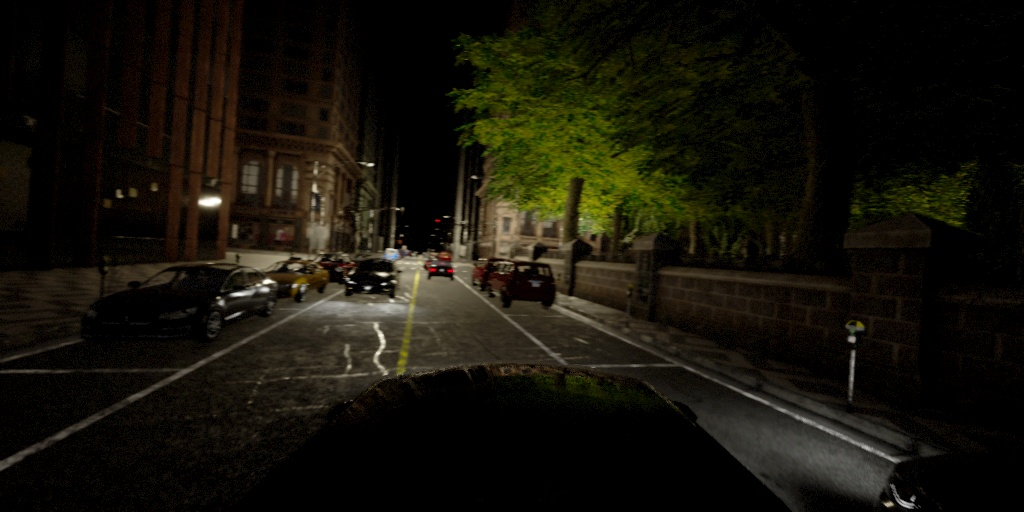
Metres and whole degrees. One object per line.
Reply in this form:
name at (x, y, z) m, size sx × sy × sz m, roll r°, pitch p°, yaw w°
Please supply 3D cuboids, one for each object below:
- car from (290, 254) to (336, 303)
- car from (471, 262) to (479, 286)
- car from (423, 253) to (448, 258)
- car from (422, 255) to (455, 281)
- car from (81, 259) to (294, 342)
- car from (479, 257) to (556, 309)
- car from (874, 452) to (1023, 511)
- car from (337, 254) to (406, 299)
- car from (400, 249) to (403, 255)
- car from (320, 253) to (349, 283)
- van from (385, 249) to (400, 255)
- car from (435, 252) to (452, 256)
car at (-7.992, 0.730, 12.970) m, size 1.751 × 1.417 × 4.829 m, roll 0°, pitch 0°, yaw -14°
car at (-1.137, 0.992, 20.587) m, size 2.192 × 1.841 × 5.009 m, roll 0°, pitch 0°, yaw -14°
car at (-7.788, 0.776, 35.917) m, size 1.994 × 1.385 × 4.181 m, roll 4°, pitch 0°, yaw -14°
car at (-5.192, 0.942, 25.898) m, size 2.033 × 1.411 × 5.357 m, roll 4°, pitch 0°, yaw -14°
car at (-6.686, 0.847, 7.778) m, size 2.007 × 1.370 × 4.403 m, roll 0°, pitch 0°, yaw -14°
car at (0.211, 1.086, 15.230) m, size 2.192 × 1.841 × 5.009 m, roll 0°, pitch 0°, yaw -14°
car at (3.599, 1.498, 0.293) m, size 1.837 × 1.490 × 4.892 m, roll 4°, pitch 0°, yaw -14°
car at (-5.801, 0.860, 15.362) m, size 1.837 × 1.490 × 4.892 m, roll 4°, pitch 0°, yaw -14°
car at (-19.906, -0.173, 60.328) m, size 1.967 × 1.591 × 4.097 m, roll 0°, pitch 0°, yaw -14°
car at (-9.381, 0.552, 18.492) m, size 1.967 × 1.591 × 4.097 m, roll 0°, pitch 0°, yaw -14°
van at (-18.579, -0.184, 55.052) m, size 1.690 × 1.789 × 3.998 m, roll 0°, pitch 0°, yaw -14°
car at (-11.661, 0.268, 62.421) m, size 2.192 × 1.841 × 5.009 m, roll 0°, pitch 0°, yaw -14°
